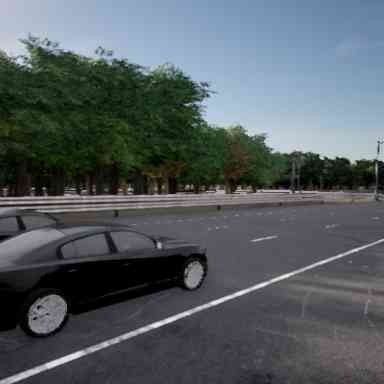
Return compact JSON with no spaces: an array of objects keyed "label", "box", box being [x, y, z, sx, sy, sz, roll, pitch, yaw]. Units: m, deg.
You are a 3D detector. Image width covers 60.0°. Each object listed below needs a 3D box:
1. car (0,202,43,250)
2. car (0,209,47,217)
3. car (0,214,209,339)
[{"label":"car","box":[-7.482,1.124,10.519,1.812,1.442,4.674,3,2,44]},{"label":"car","box":[-4.423,1.187,8.655,1.882,1.535,5.008,3,2,44]},{"label":"car","box":[-1.731,1.299,6.409,1.882,1.535,5.008,3,2,44]}]
